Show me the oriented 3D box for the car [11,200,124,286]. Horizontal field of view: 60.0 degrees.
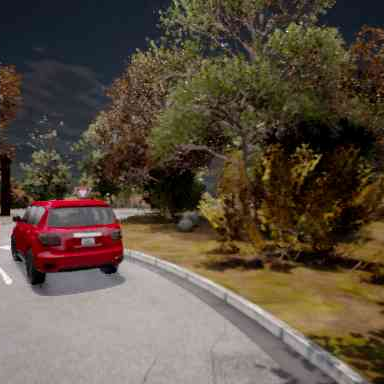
[{"bbox_3d":[-3.911,1.248,9.936,2.150,2.045,5.566,0,0,-34],"label":"car"}]
